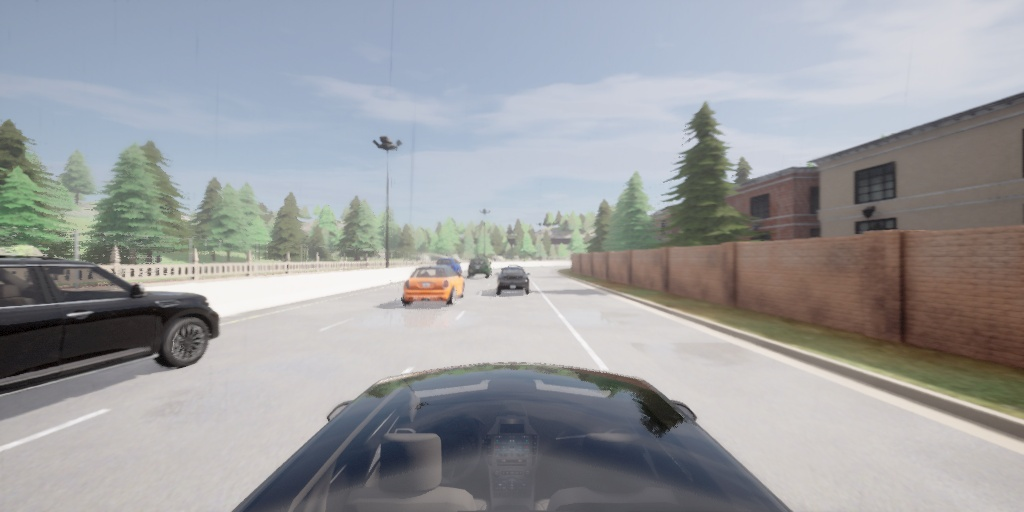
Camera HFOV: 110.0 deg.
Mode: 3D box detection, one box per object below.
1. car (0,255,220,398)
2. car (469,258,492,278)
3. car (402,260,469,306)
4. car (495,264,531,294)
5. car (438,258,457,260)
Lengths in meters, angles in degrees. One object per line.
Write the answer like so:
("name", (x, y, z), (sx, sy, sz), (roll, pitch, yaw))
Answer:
("car", (-6.987, 1.005, 4.836), (2.150, 2.045, 5.566), (0, 0, 0))
("car", (-3.396, 1.261, 38.341), (2.150, 2.045, 5.566), (0, 0, 0))
("car", (-3.458, 1.221, 16.629), (2.097, 1.767, 4.553), (0, -1, 0))
("car", (0.054, 1.411, 21.673), (1.837, 1.490, 4.892), (0, 0, 0))
("car", (-6.889, 1.270, 39.046), (2.150, 2.045, 5.566), (0, 0, 1))
